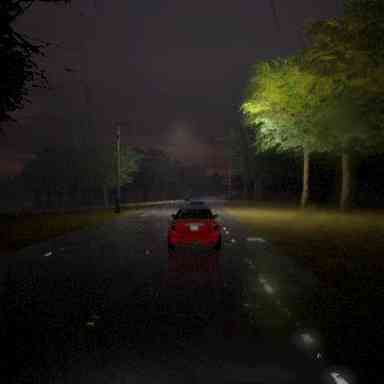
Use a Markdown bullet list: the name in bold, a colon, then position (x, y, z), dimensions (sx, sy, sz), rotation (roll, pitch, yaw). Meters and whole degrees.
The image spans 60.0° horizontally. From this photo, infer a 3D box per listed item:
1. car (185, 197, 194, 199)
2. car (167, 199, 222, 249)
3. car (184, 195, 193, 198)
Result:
- **car**: position (0.494, 1.478, 29.572), dimensions (1.882, 1.535, 5.008), rotation (0, 0, 2)
- **car**: position (0.123, 1.361, 14.573), dimensions (2.097, 1.767, 4.553), rotation (0, 0, 1)
- **car**: position (-0.555, 1.515, 72.788), dimensions (1.837, 1.490, 4.892), rotation (0, 0, 5)
